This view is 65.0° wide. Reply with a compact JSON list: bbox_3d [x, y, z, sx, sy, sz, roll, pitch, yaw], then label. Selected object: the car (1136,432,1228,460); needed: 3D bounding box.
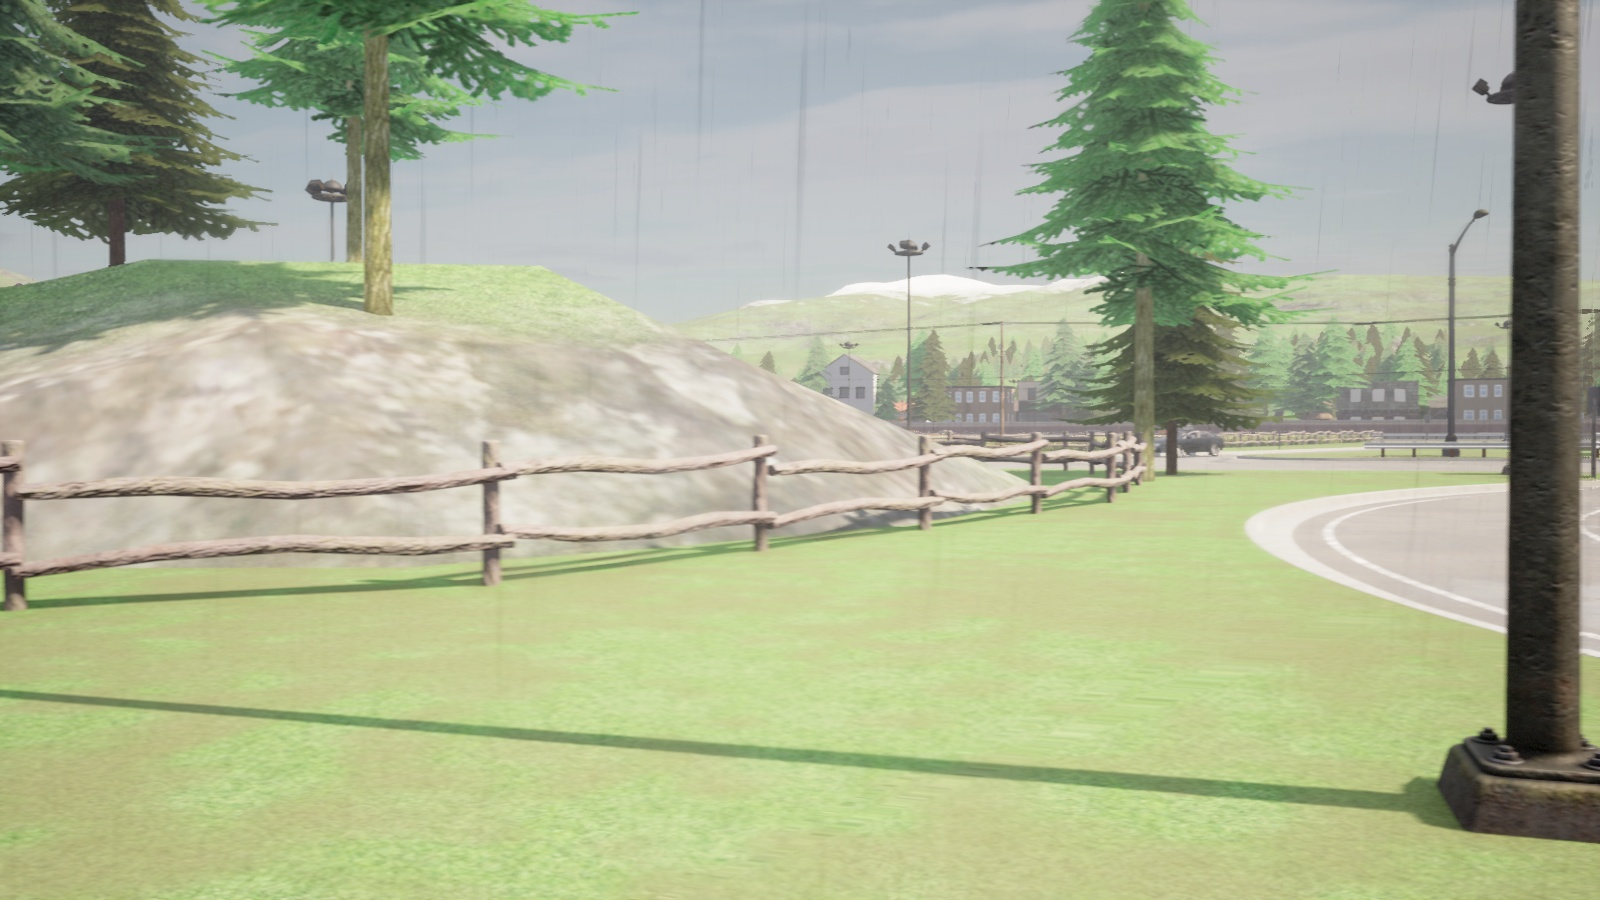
[{"bbox_3d":[21.023,-0.244,69.056,4.902,1.511,2.128,0,1,-31],"label":"car"}]
